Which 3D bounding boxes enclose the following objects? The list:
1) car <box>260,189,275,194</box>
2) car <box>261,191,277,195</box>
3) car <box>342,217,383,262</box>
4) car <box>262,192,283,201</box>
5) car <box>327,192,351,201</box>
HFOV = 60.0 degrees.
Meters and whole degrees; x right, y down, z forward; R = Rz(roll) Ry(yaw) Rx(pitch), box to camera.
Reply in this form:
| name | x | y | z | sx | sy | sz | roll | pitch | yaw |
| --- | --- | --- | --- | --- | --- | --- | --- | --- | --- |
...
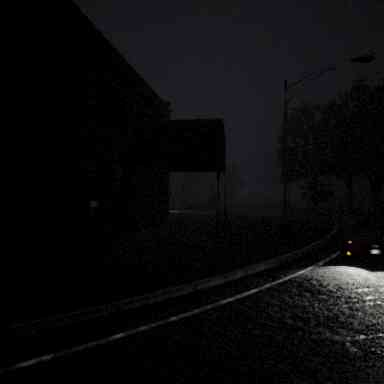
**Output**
| name | x | y | z | sx | sy | sz | roll | pitch | yaw |
| --- | --- | --- | --- | --- | --- | --- | --- | --- | --- |
| car | 22.291 | 0.951 | 92.657 | 4.553 | 1.767 | 2.185 | -1 | 4 | -11 |
| car | 21.850 | 1.290 | 89.761 | 4.792 | 1.488 | 2.163 | -1 | 3 | -11 |
| car | 6.571 | 1.594 | 11.489 | 1.994 | 1.385 | 4.181 | 0 | 0 | 35 |
| car | 21.382 | 1.486 | 86.842 | 4.674 | 1.452 | 2.002 | -1 | 3 | -11 |
| car | 38.399 | 1.543 | 85.863 | 5.008 | 1.535 | 2.097 | 0 | 4 | -9 |
